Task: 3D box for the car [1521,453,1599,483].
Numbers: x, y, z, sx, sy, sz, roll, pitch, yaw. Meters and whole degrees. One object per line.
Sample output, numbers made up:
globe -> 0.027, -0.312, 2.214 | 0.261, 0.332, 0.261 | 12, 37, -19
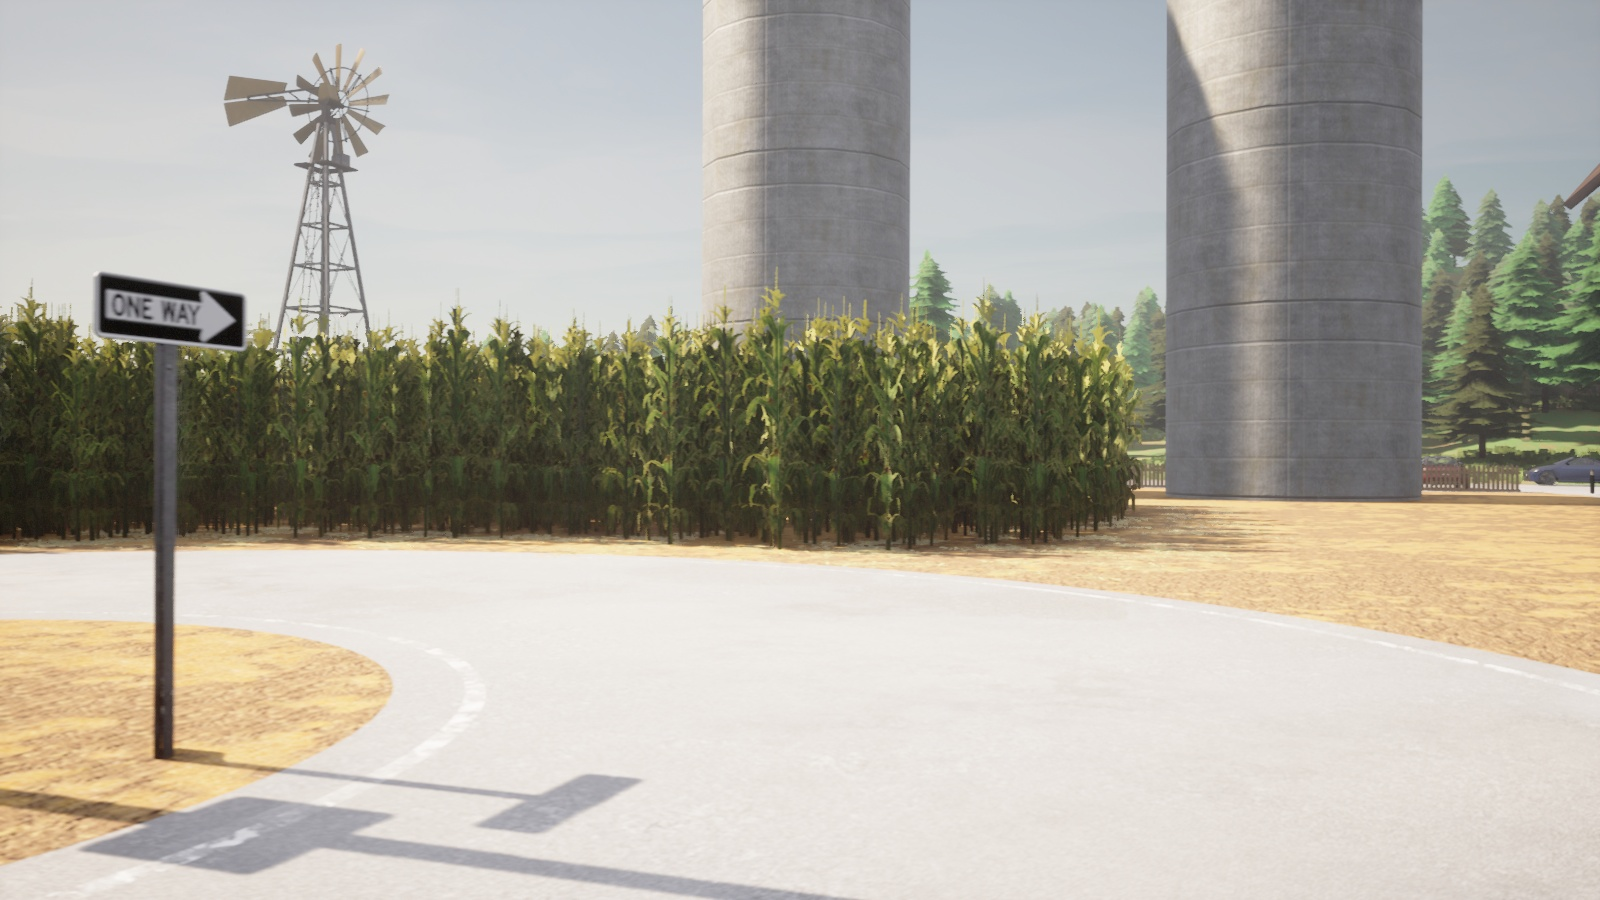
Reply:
car -> 36.555, 0.851, 59.246 | 4.181, 1.385, 1.994 | 0, 0, 22
